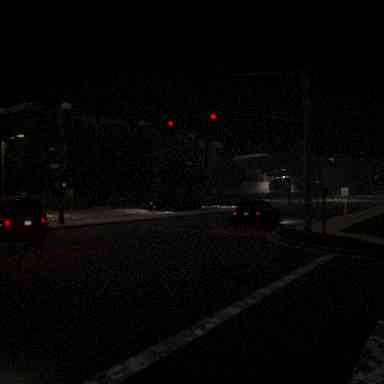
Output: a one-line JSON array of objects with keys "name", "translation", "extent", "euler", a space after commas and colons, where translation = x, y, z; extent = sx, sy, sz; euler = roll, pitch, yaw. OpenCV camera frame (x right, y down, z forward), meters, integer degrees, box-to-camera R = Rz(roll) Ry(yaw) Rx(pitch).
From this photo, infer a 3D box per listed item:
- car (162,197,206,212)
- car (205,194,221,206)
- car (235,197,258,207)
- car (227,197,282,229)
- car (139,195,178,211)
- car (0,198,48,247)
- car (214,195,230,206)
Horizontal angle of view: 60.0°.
[{"name": "car", "translation": [-0.935, 1.674, 41.272], "extent": [2.033, 1.411, 5.357], "euler": [0, 0, 35]}, {"name": "car", "translation": [3.443, 1.376, 59.645], "extent": [2.150, 2.045, 5.566], "euler": [0, 1, 36]}, {"name": "car", "translation": [9.204, 1.633, 55.690], "extent": [1.837, 1.490, 4.892], "euler": [0, -1, 35]}, {"name": "car", "translation": [4.525, 1.400, 22.610], "extent": [2.097, 1.767, 4.553], "euler": [0, 0, 32]}, {"name": "car", "translation": [-3.857, 1.367, 43.200], "extent": [2.150, 2.045, 5.566], "euler": [0, 0, 35]}, {"name": "car", "translation": [-8.495, 1.301, 14.350], "extent": [5.566, 2.045, 2.150], "euler": [0, 0, 36]}, {"name": "car", "translation": [6.261, 1.651, 57.573], "extent": [1.837, 1.490, 4.892], "euler": [0, -1, 35]}]
